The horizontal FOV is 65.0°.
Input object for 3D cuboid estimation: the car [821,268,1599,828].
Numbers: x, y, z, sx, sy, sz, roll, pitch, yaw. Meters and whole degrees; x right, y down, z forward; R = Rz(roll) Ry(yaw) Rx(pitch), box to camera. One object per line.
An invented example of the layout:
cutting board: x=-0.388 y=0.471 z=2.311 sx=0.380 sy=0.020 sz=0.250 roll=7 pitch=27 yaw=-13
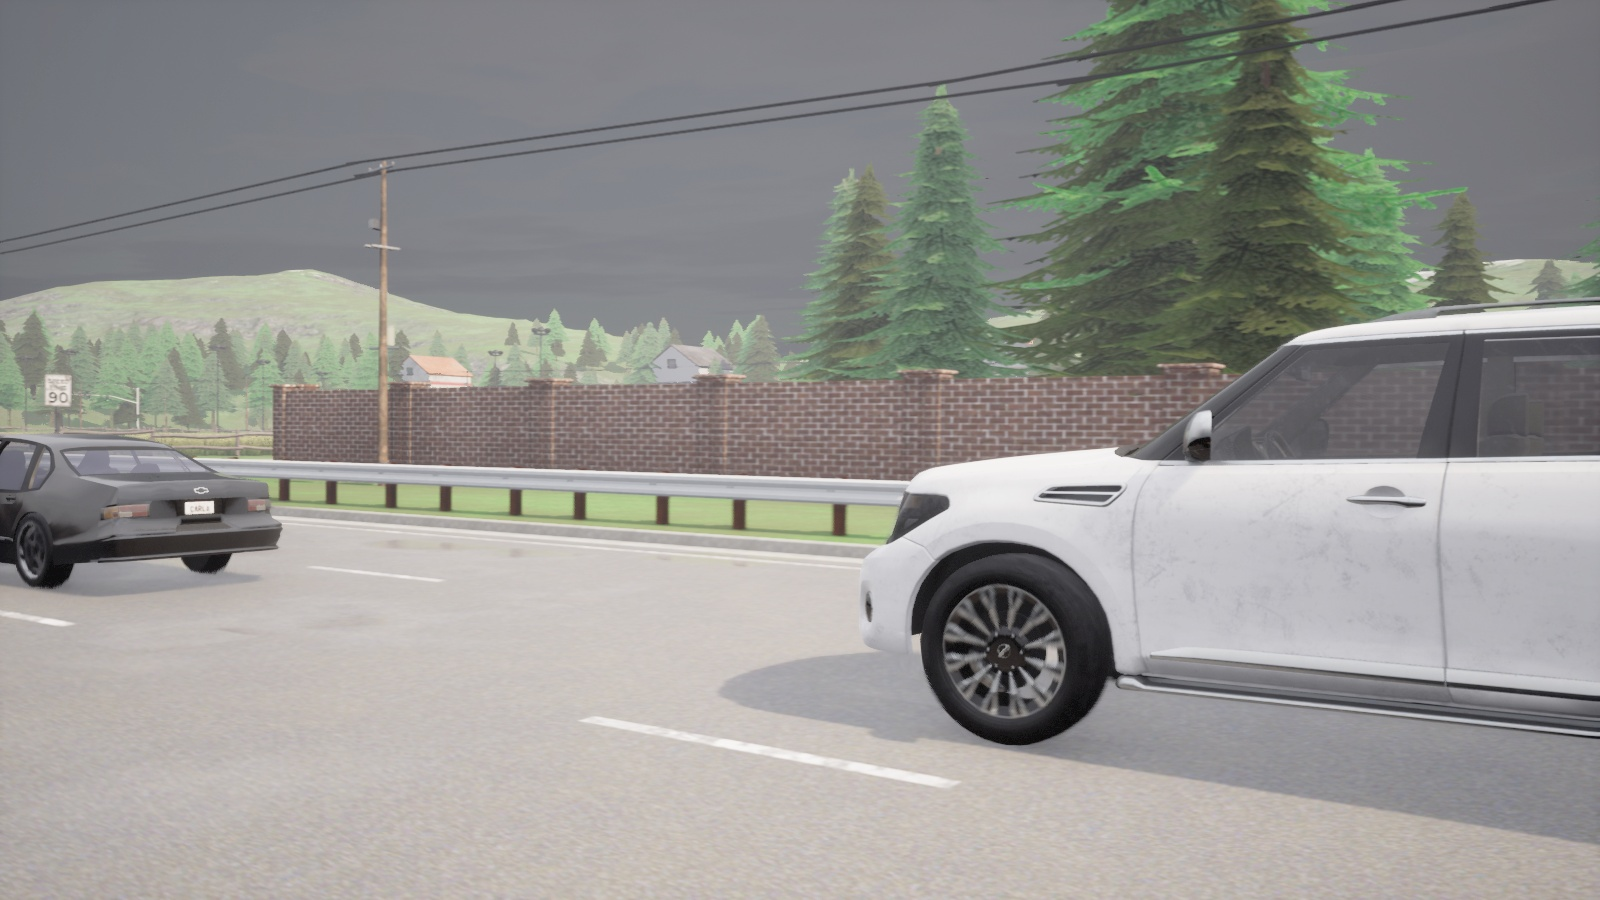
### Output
car: x=3.029 y=0.344 z=5.807 sx=5.566 sy=2.045 sz=2.150 roll=0 pitch=1 yaw=34

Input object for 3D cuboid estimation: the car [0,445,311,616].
car: x=-7.562 y=0.672 z=12.850 sx=5.357 sy=1.411 sz=2.033 roll=0 pitch=1 yaw=34
